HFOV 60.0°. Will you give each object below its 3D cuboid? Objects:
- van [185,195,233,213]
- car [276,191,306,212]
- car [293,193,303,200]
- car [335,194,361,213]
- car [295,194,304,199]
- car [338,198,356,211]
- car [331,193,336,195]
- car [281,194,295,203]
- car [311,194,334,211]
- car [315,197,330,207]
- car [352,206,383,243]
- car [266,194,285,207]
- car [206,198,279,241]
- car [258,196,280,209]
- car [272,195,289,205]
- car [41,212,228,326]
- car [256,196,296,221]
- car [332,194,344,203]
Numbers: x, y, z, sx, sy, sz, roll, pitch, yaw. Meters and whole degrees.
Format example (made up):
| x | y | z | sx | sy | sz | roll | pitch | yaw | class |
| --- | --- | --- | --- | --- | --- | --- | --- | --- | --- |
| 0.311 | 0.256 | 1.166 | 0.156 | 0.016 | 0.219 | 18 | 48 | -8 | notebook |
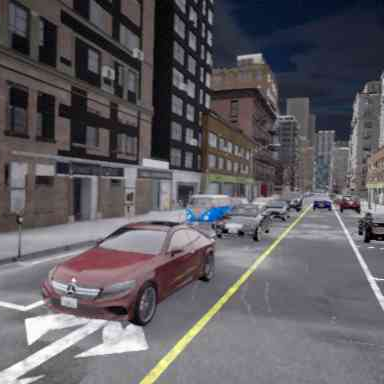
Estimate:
| x | y | z | sx | sy | sz | roll | pitch | yaw | class |
| --- | --- | --- | --- | --- | --- | --- | --- | --- | --- |
| 0.992 | 1.046 | 18.738 | 1.690 | 1.788 | 3.998 | 2 | 1 | 22 | van |
| 10.471 | 0.962 | 35.384 | 2.150 | 2.045 | 5.566 | 2 | 1 | 22 | car |
| 25.428 | 1.001 | 80.008 | 1.967 | 1.590 | 4.097 | 2 | 1 | 22 | car |
| 17.053 | 1.271 | 36.005 | 2.192 | 1.841 | 5.009 | 2 | 1 | 22 | car |
| 27.461 | 1.124 | 85.115 | 1.947 | 1.339 | 4.313 | 2 | 1 | 22 | car |
| 19.147 | 1.467 | 41.272 | 1.752 | 1.417 | 4.829 | 2 | 1 | 22 | car |
| 27.232 | 1.342 | 61.535 | 1.967 | 1.590 | 4.097 | 2 | 1 | 22 | car |
| 17.280 | 1.131 | 59.586 | 1.887 | 1.381 | 4.507 | 2 | 1 | 22 | car |
| 15.068 | 1.325 | 38.461 | 1.882 | 1.535 | 5.008 | 2 | 1 | 22 | car |
| 18.929 | 1.424 | 48.151 | 1.895 | 1.301 | 4.718 | 2 | 1 | 22 | car |
| 8.899 | 1.595 | 15.586 | 1.947 | 1.339 | 4.313 | 2 | 1 | 22 | car |
| 11.173 | 1.058 | 44.268 | 1.967 | 1.590 | 4.097 | 2 | 1 | 22 | car |
| 2.571 | 1.303 | 15.767 | 2.128 | 1.511 | 4.902 | 2 | 1 | 21 | car |
| 9.133 | 1.214 | 39.164 | 1.802 | 1.307 | 4.206 | 2 | 1 | 22 | car |
| 13.144 | 1.131 | 49.216 | 1.752 | 1.417 | 4.829 | 2 | 1 | 22 | car |
| -0.896 | 1.376 | 7.079 | 1.812 | 1.442 | 4.674 | 2 | 1 | 23 | car |
| 6.441 | 1.320 | 25.455 | 2.033 | 1.411 | 5.357 | 2 | 1 | 22 | car |
| 29.268 | 1.335 | 66.641 | 1.967 | 1.590 | 4.097 | 2 | 1 | 22 | car |
